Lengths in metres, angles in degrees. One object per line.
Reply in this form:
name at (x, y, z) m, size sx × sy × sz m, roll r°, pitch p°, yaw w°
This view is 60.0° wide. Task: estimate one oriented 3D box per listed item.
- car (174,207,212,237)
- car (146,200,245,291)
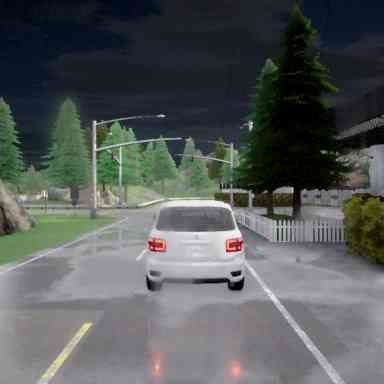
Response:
car at (0.020, 1.601, 18.934) m, size 1.895 × 1.301 × 4.718 m, roll 0°, pitch 0°, yaw 0°
car at (0.065, 1.221, 9.170) m, size 2.150 × 2.045 × 5.566 m, roll 0°, pitch 0°, yaw 0°
